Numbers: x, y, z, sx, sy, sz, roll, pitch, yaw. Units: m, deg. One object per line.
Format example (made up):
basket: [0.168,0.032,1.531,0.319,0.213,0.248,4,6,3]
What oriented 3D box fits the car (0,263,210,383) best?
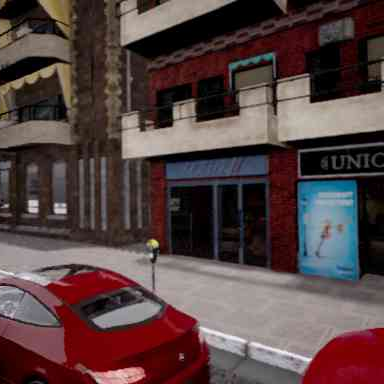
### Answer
car: [-1.750,1.579,4.141,4.206,1.307,1.802,0,-1,36]

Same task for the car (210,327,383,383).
car: [2.762,1.317,0.926,5.009,1.841,2.192,0,-1,36]
